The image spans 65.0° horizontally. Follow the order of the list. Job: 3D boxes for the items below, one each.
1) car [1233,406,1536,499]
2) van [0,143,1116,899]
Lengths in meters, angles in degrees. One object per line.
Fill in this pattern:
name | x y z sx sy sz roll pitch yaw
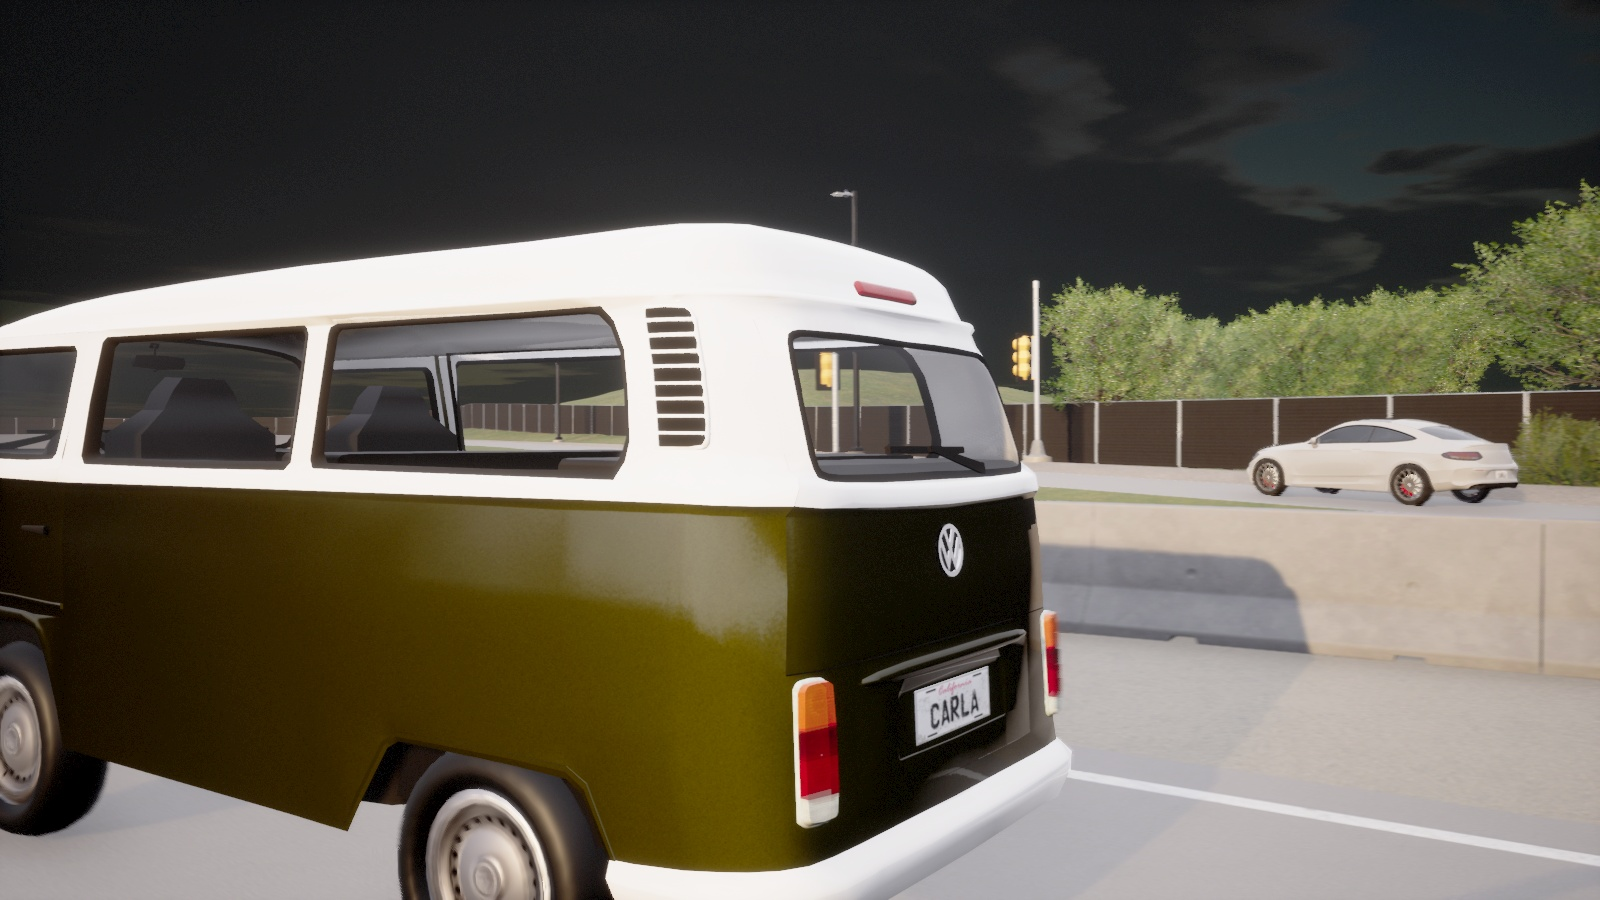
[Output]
car | 10.176 -0.016 22.270 1.812 1.442 4.674 -2 2 -30
van | -1.395 0.407 4.545 4.480 2.038 2.069 0 1 34
